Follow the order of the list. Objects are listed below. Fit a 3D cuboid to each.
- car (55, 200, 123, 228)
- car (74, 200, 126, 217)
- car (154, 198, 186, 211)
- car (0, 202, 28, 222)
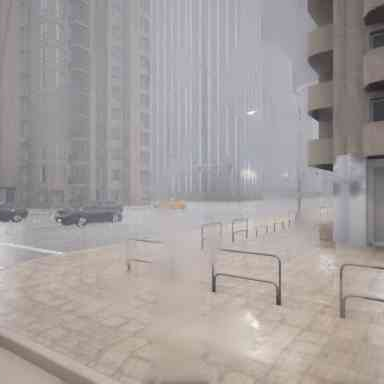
[{"bbox_3d":[-7.049,1.560,23.175,1.837,1.490,4.892,0,0,35],"label":"car"},{"bbox_3d":[-8.994,1.560,32.993,1.837,1.490,4.892,0,0,35],"label":"car"},{"bbox_3d":[-2.717,1.533,42.019,1.882,1.535,5.008,0,0,35],"label":"car"},{"bbox_3d":[-14.803,1.560,24.622,1.837,1.490,4.892,0,0,36],"label":"car"}]
